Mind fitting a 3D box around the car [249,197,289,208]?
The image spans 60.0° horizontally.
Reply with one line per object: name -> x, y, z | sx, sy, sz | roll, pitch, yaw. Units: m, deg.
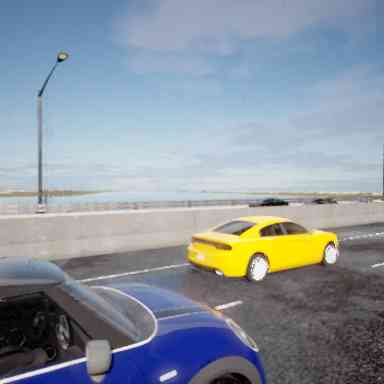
car -> 8.203, 1.331, 35.446 | 5.008, 1.535, 1.882 | 0, 0, -35

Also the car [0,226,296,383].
car -> -1.514, 1.350, 2.659 | 4.553, 1.767, 2.097 | 0, 0, -35

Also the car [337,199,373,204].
car -> 16.709, 1.389, 32.833 | 4.181, 1.385, 1.994 | 0, 0, -35

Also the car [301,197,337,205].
car -> 13.307, 1.339, 34.732 | 4.892, 1.490, 1.837 | 0, 0, -35

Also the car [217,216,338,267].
car -> 2.235, 1.438, 9.616 | 5.008, 1.535, 1.882 | 0, 0, -35
